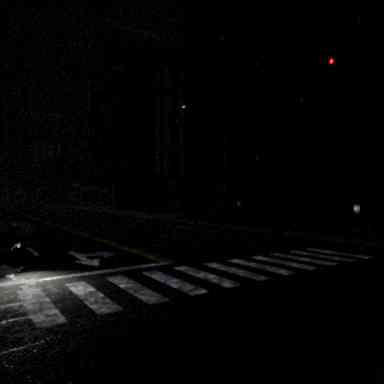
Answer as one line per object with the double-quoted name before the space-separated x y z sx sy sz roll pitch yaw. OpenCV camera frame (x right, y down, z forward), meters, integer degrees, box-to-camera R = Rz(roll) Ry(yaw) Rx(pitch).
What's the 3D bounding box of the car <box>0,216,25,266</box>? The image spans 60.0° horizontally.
"car" -6.741 1.517 10.813 1.812 1.442 4.674 1 0 -35
